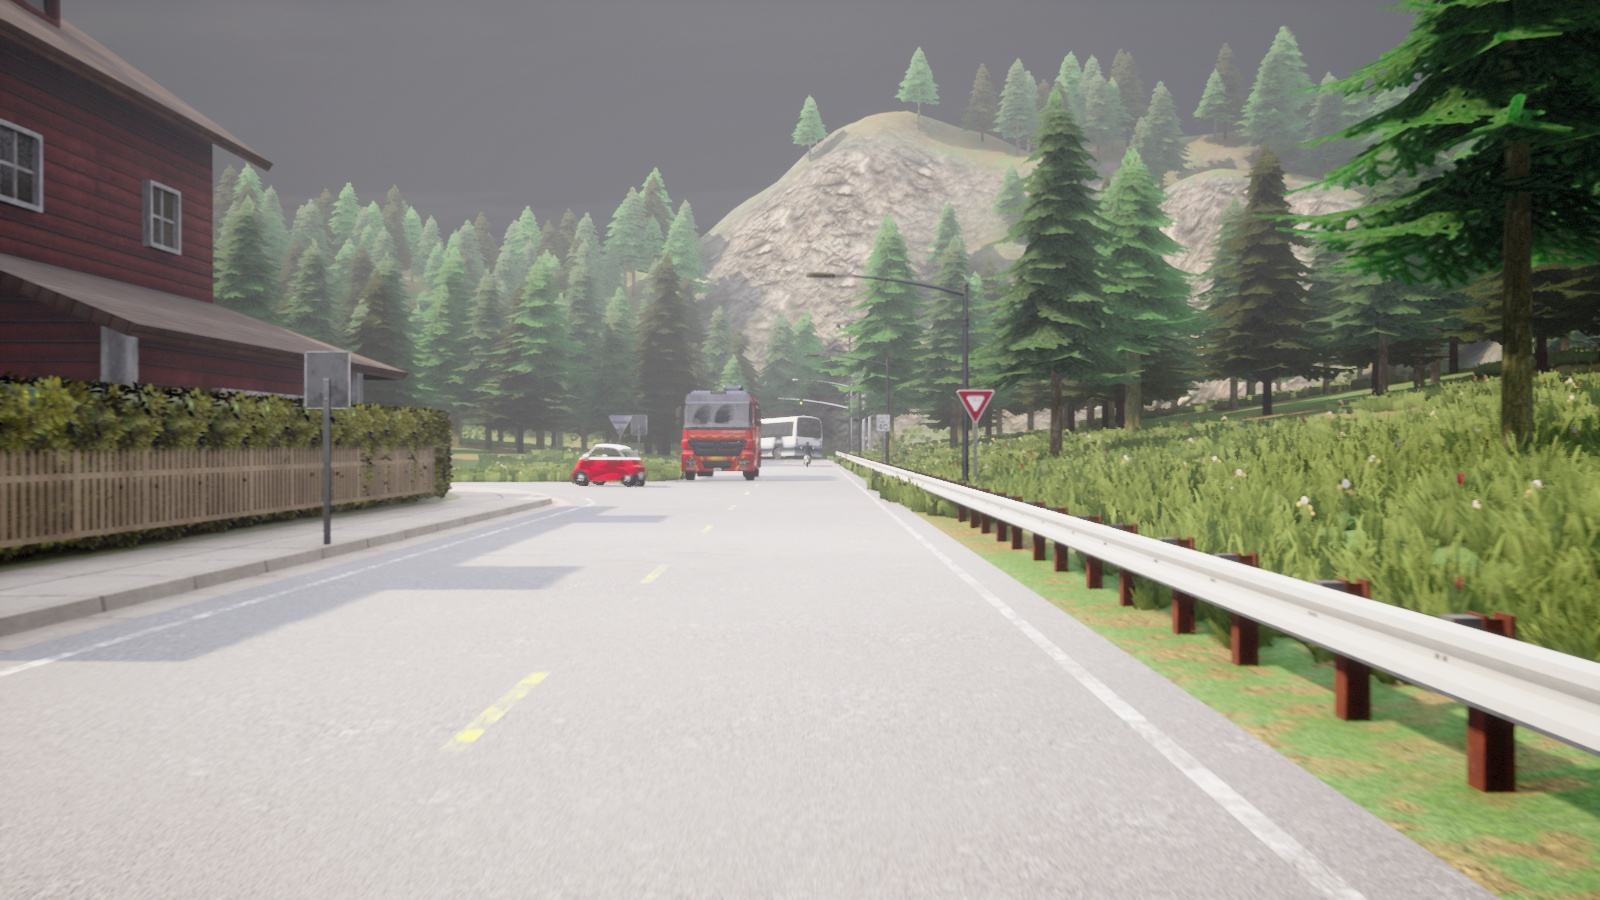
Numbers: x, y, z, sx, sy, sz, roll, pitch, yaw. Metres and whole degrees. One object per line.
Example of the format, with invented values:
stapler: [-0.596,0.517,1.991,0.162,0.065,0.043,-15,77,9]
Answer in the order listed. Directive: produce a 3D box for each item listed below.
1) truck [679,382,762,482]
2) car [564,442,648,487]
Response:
truck: [-3.185,-0.717,52.563,2.891,3.827,8.468,0,0,0]
car: [-6.203,0.468,40.313,2.207,1.376,1.481,1,0,17]
